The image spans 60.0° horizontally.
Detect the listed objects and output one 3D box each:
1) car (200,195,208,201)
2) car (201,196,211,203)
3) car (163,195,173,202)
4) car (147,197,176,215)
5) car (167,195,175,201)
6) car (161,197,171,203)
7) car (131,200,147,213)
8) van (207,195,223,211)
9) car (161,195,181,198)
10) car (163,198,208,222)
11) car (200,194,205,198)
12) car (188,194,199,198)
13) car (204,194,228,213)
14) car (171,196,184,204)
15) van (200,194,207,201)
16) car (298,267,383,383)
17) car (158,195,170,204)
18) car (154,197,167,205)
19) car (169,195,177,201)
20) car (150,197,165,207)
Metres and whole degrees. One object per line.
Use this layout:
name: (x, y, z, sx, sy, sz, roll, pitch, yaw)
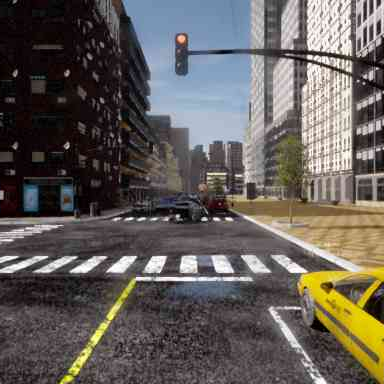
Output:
car: (3.053, 1.605, 86.304, 1.752, 1.417, 4.829, 0, 0, 0)
car: (2.981, 1.595, 69.554, 1.887, 1.381, 4.507, 0, 0, 0)
car: (-5.376, 1.499, 75.117, 1.967, 1.590, 4.097, 0, 0, 0)
car: (-2.953, 1.555, 34.122, 2.033, 1.411, 5.357, 0, 0, 0)
car: (-5.329, 1.604, 86.000, 1.752, 1.417, 4.829, 0, 0, 0)
car: (-5.399, 1.632, 69.590, 1.802, 1.307, 4.206, 0, 0, 0)
car: (-5.539, 1.559, 36.431, 2.008, 1.369, 4.403, 0, 0, 0)
van: (2.863, 1.354, 41.921, 1.690, 1.788, 3.998, 0, 0, 0)
car: (-2.901, 1.492, 43.941, 1.882, 1.535, 5.008, 0, 0, 0)
car: (-0.421, 1.512, 26.639, 1.837, 1.490, 4.892, 2, 1, 15)
car: (2.933, 1.348, 58.501, 2.192, 1.841, 5.009, 0, 0, 0)
car: (0.278, 1.608, 65.599, 1.994, 1.385, 4.181, 0, 0, 0)
car: (2.839, 1.323, 36.395, 2.192, 1.841, 5.009, 0, 0, 0)
car: (-2.729, 1.533, 63.999, 2.128, 1.511, 4.902, 0, 0, 0)
van: (3.074, 1.432, 91.660, 1.690, 1.788, 3.998, 0, 0, 0)
car: (2.703, 1.525, 4.153, 1.752, 1.417, 4.829, 0, 0, 0)
car: (-5.423, 1.482, 64.064, 1.967, 1.590, 4.097, 0, 0, 0)
car: (-5.446, 1.578, 58.536, 1.887, 1.381, 4.507, 0, 0, 0)
car: (-5.305, 1.635, 91.696, 1.887, 1.381, 4.507, 0, 0, 0)
car: (-5.469, 1.576, 53.010, 2.008, 1.369, 4.403, 0, 0, 0)
